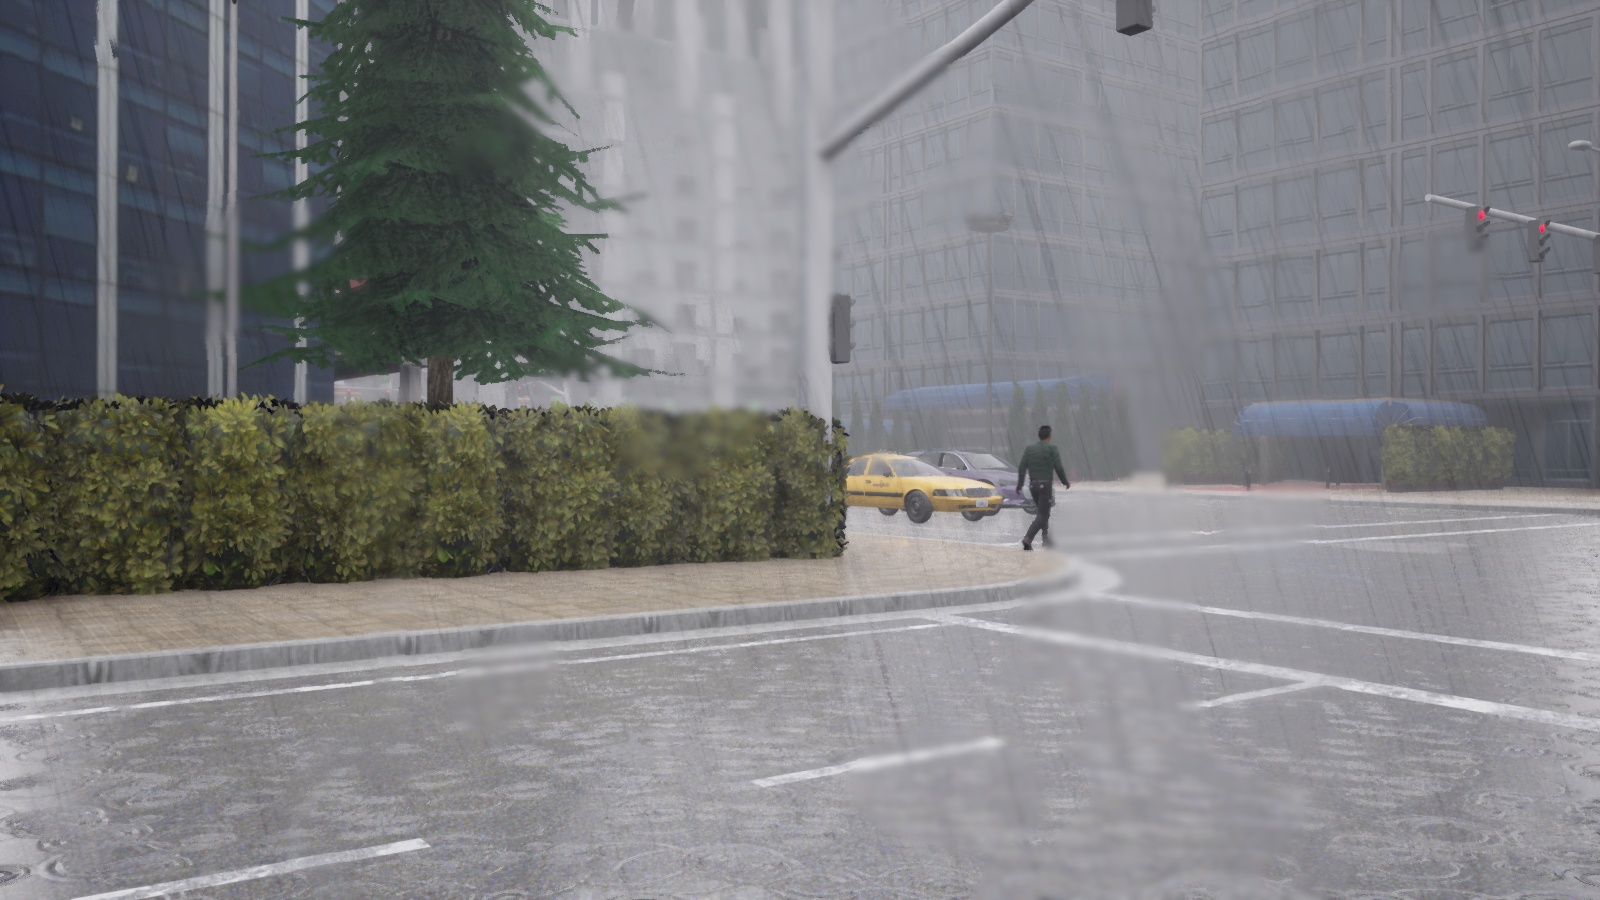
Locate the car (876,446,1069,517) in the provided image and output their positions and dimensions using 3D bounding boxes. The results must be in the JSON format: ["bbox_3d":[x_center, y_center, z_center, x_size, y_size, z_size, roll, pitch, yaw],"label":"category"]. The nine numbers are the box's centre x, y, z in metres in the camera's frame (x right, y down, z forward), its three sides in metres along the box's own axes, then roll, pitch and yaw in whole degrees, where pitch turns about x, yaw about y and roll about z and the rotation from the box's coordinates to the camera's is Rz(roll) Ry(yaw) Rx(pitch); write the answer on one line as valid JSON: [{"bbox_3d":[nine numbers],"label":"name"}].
[{"bbox_3d":[4.245,0.743,31.635,2.033,1.649,4.856,0,0,-35],"label":"car"}]

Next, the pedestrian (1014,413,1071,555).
[{"bbox_3d":[3.413,0.472,17.672,0.423,1.949,0.788,0,0,44],"label":"pedestrian"}]

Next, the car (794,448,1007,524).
[{"bbox_3d":[2.141,0.749,28.553,1.801,1.575,5.366,0,0,-35],"label":"car"}]
